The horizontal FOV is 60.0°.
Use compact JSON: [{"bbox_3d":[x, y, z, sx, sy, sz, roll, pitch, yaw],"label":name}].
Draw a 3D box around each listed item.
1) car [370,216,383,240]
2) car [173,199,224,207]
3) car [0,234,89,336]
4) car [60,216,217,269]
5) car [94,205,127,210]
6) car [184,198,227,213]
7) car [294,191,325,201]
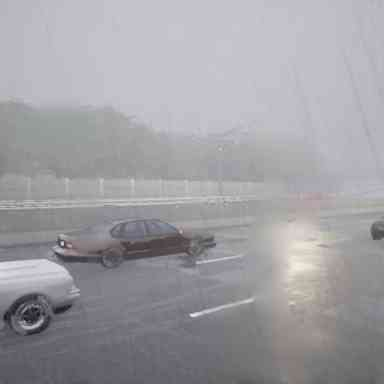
[{"bbox_3d":[9.976,1.453,15.121,4.181,1.385,1.994,-1,1,-35],"label":"car"},{"bbox_3d":[0.485,1.477,30.090,4.718,1.301,1.895,-1,1,-35],"label":"car"},{"bbox_3d":[-4.253,1.600,5.011,4.718,1.301,1.895,0,0,-35],"label":"car"},{"bbox_3d":[-1.718,1.533,11.113,5.357,1.411,2.033,0,0,-35],"label":"car"},{"bbox_3d":[-5.441,1.534,21.595,4.181,1.385,1.994,0,0,-35],"label":"car"},{"bbox_3d":[1.464,1.391,35.062,4.181,1.385,1.994,-1,1,-35],"label":"car"},{"bbox_3d":[17.985,0.838,50.843,5.566,2.045,2.150,-1,1,-35],"label":"car"}]
